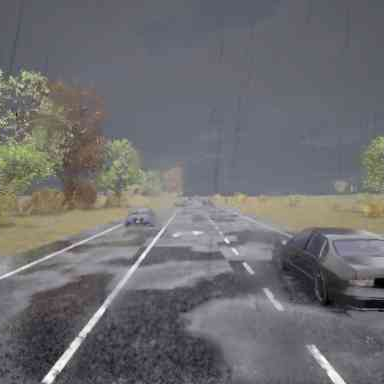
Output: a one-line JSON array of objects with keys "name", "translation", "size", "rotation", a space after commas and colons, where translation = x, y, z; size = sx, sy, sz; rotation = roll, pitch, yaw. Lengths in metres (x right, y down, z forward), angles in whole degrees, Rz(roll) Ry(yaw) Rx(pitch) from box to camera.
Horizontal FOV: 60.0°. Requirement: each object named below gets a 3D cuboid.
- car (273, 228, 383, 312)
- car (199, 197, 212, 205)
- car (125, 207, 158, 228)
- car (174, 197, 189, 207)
[{"name": "car", "translation": [3.461, 1.574, 8.035], "size": [2.033, 1.411, 5.357], "rotation": [-1, 0, 0]}, {"name": "car", "translation": [3.080, 1.860, 70.104], "size": [2.097, 1.767, 4.553], "rotation": [-1, 0, 0]}, {"name": "car", "translation": [-3.642, 1.790, 24.362], "size": [1.994, 1.385, 4.181], "rotation": [-1, 0, 0]}, {"name": "car", "translation": [-2.171, 2.012, 61.217], "size": [1.837, 1.490, 4.892], "rotation": [-1, 0, 7]}]
